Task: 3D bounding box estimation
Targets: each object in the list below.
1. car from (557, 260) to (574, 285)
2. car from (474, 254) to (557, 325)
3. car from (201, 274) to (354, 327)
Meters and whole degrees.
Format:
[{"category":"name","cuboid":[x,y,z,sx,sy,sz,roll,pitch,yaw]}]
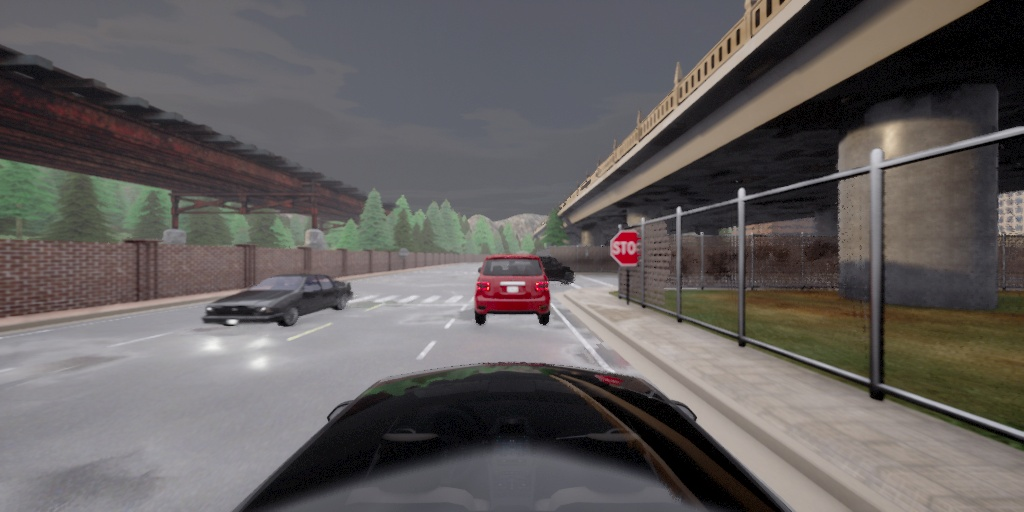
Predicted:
[{"category":"car","cuboid":[1.975,0.994,23.863,2.150,2.045,5.566,-2,-1,39]},{"category":"car","cuboid":[0.004,0.977,12.003,2.150,2.045,5.566,0,0,0]},{"category":"car","cuboid":[-7.114,1.293,11.782,2.033,1.411,5.357,0,0,0]}]
